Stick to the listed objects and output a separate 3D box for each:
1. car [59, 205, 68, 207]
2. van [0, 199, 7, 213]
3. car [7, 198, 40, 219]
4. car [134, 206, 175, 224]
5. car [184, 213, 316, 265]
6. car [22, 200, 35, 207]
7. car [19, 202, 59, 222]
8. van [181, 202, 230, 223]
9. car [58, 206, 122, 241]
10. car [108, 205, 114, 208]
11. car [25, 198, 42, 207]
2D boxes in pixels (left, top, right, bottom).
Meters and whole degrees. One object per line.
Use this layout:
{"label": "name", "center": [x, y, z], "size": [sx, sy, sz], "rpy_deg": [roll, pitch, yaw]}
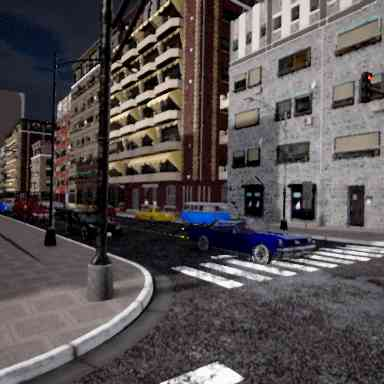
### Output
{"label": "car", "center": [-12.698, 1.876, 32.018], "size": [1.895, 1.301, 4.718], "rpy_deg": [2, -2, -36]}
{"label": "van", "center": [-22.743, 1.688, 41.415], "size": [1.690, 1.788, 3.998], "rpy_deg": [1, -1, -36]}
{"label": "car", "center": [-16.180, 1.551, 32.433], "size": [2.192, 1.841, 5.009], "rpy_deg": [1, -1, -36]}
{"label": "car", "center": [-3.292, 1.856, 28.276], "size": [1.752, 1.417, 4.829], "rpy_deg": [1, -1, -36]}
{"label": "car", "center": [1.941, 1.636, 11.984], "size": [1.895, 1.301, 4.718], "rpy_deg": [2, -2, -36]}
{"label": "car", "center": [-36.069, 2.420, 73.212], "size": [1.752, 1.417, 4.829], "rpy_deg": [1, -1, -36]}
{"label": "car", "center": [-12.915, 1.762, 27.928], "size": [1.802, 1.307, 4.206], "rpy_deg": [1, -1, -36]}
{"label": "van", "center": [0.828, 1.606, 22.727], "size": [1.690, 1.788, 3.998], "rpy_deg": [1, -1, -36]}
{"label": "car", "center": [-5.143, 1.612, 17.102], "size": [1.947, 1.339, 4.313], "rpy_deg": [1, -1, -36]}
{"label": "car", "center": [-9.818, 2.019, 37.072], "size": [1.802, 1.307, 4.206], "rpy_deg": [1, -1, -36]}
{"label": "car", "center": [-32.751, 2.148, 68.541], "size": [2.192, 1.841, 5.009], "rpy_deg": [1, -1, -36]}
